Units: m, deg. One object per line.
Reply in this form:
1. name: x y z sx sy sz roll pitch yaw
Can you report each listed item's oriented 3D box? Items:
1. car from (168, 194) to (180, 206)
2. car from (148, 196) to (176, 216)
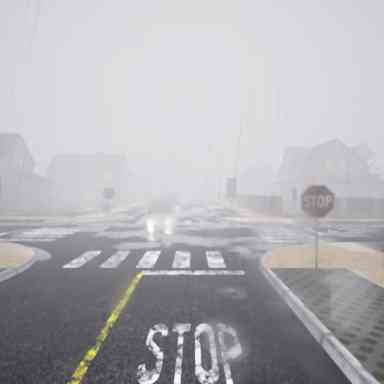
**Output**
1. car: -2.647 1.118 44.844 1.837 1.490 4.892 0 1 0
2. car: -2.682 1.318 29.202 1.895 1.301 4.718 0 0 0
